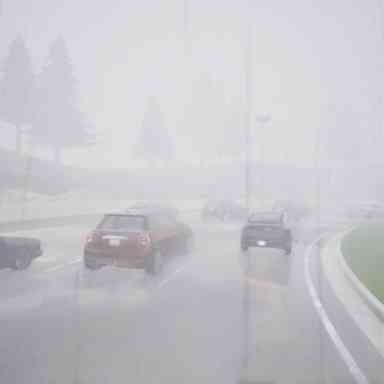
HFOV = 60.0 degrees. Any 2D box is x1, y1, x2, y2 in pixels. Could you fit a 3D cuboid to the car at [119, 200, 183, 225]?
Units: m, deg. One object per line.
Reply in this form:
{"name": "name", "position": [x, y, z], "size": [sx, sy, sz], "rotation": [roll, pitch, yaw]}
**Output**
{"name": "car", "position": [-2.902, 1.435, 24.738], "size": [2.128, 1.511, 4.902], "rotation": [0, 0, 31]}

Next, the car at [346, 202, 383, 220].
{"name": "car", "position": [15.205, 1.632, 28.965], "size": [4.674, 1.442, 1.812], "rotation": [0, 0, -38]}

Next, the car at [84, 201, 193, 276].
{"name": "car", "position": [-1.436, 1.326, 10.667], "size": [2.097, 1.767, 4.553], "rotation": [1, 0, 15]}

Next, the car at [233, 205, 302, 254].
{"name": "car", "position": [3.314, 1.519, 13.772], "size": [1.837, 1.490, 4.892], "rotation": [0, 0, 22]}

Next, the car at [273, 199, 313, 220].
{"name": "car", "position": [8.216, 1.395, 27.290], "size": [2.097, 1.767, 4.553], "rotation": [1, 0, 42]}

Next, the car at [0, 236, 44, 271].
{"name": "car", "position": [-5.910, 1.483, 7.844], "size": [2.033, 1.411, 5.357], "rotation": [1, 0, 12]}

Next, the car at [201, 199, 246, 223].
{"name": "car", "position": [2.649, 1.345, 26.095], "size": [2.097, 1.767, 4.553], "rotation": [1, 0, 36]}
